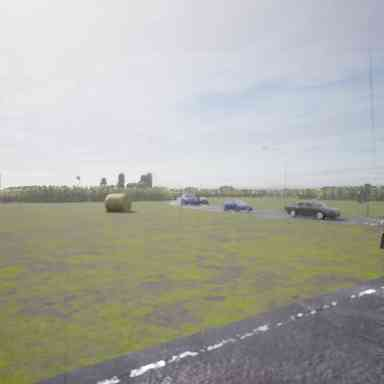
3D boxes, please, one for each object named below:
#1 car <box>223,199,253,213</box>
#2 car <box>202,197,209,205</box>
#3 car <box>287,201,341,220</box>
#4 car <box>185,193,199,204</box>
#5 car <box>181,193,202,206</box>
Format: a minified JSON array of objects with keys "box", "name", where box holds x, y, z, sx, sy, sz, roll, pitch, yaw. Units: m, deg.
[{"box":[5.297,1.596,39.052,1.812,1.442,4.674,-1,0,-24],"name":"car"},{"box":[1.726,1.599,58.853,1.812,1.442,4.674,-1,0,-12],"name":"car"},{"box":[10.480,1.547,28.951,1.837,1.490,4.892,-1,0,-31],"name":"car"},{"box":[-0.029,1.311,69.029,2.150,2.045,5.566,0,0,-6],"name":"car"},{"box":[-0.456,1.318,55.940,2.150,2.045,5.566,-1,0,-14],"name":"car"}]
